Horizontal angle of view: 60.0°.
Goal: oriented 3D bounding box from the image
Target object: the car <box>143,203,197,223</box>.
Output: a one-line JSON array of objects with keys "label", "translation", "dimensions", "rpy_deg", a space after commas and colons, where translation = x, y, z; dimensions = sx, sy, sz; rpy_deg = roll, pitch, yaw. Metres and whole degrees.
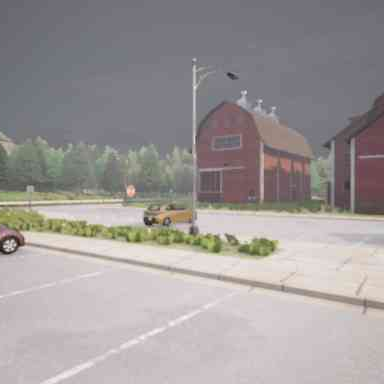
[{"label": "car", "translation": [-1.415, 1.469, 22.365], "dimensions": [1.816, 1.474, 4.193], "rpy_deg": [0, 0, 35]}]

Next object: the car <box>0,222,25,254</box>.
[{"label": "car", "translation": [-7.874, 1.488, 11.175], "dimensions": [1.784, 1.438, 3.905], "rpy_deg": [0, 0, 35]}]
